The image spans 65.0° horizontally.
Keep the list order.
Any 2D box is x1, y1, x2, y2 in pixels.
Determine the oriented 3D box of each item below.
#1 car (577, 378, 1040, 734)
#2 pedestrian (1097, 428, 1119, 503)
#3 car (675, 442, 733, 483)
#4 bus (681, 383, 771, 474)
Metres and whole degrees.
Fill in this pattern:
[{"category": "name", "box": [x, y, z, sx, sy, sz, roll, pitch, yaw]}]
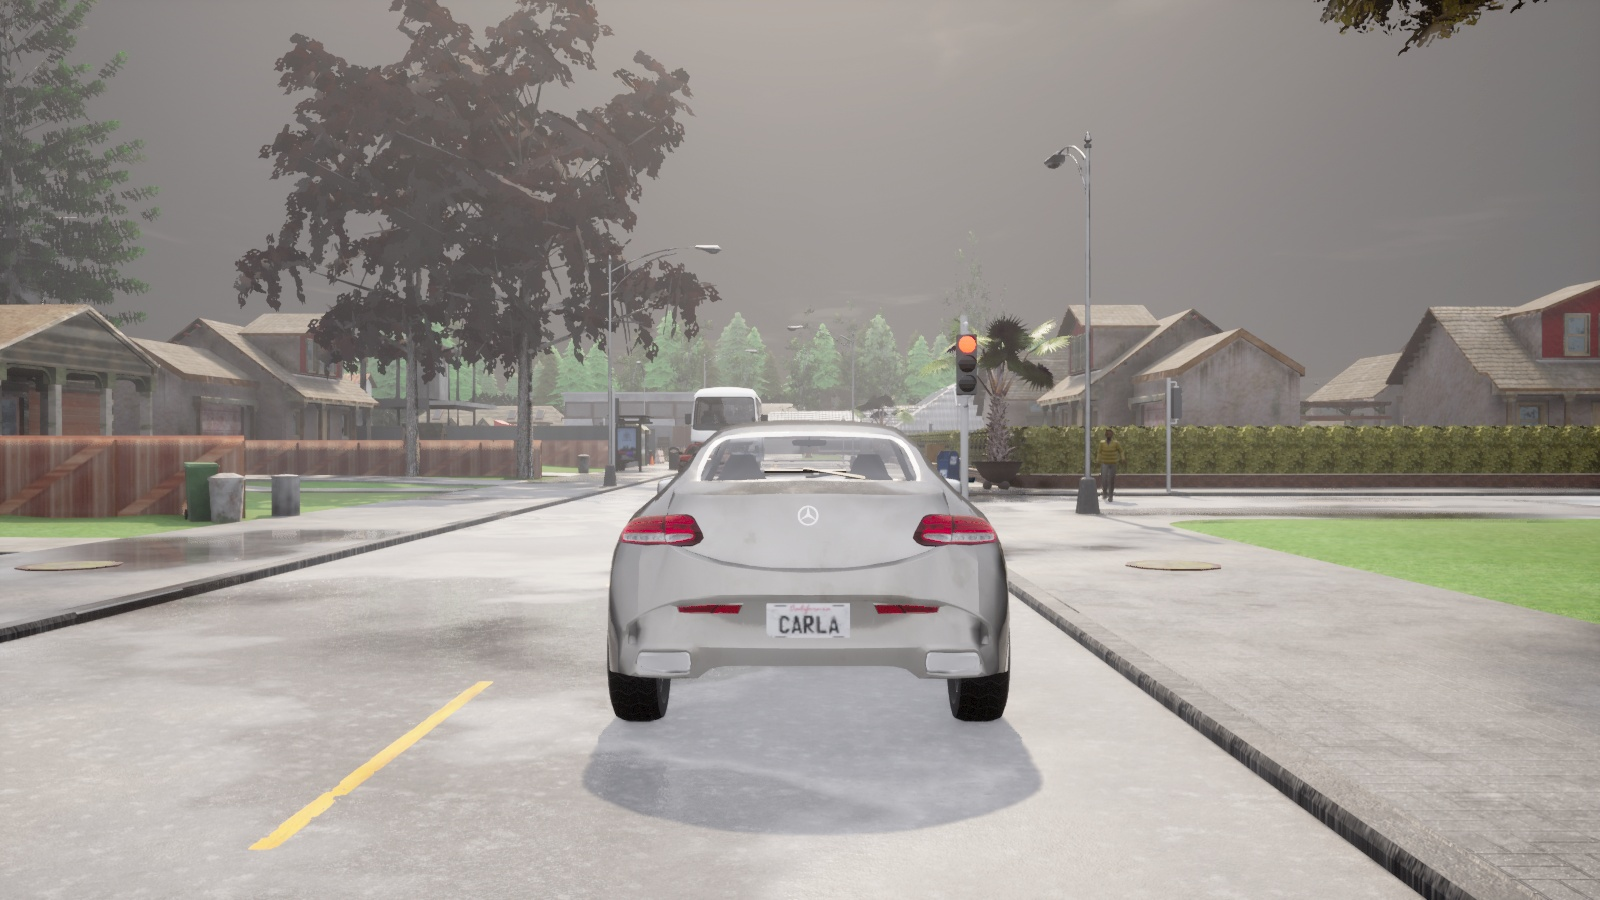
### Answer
[{"category": "car", "box": [0.062, 0.478, 8.355, 2.152, 1.651, 5.027, 0, 0, 1]}, {"category": "pedestrian", "box": [7.612, 0.377, 31.025, 0.431, 1.840, 0.709, 0, 0, 21]}, {"category": "car", "box": [-3.717, 0.442, 49.495, 1.882, 1.535, 5.008, 0, 0, 0]}, {"category": "bus", "box": [-3.627, -0.996, 64.437, 3.944, 4.253, 10.273, 0, 0, 0]}]
